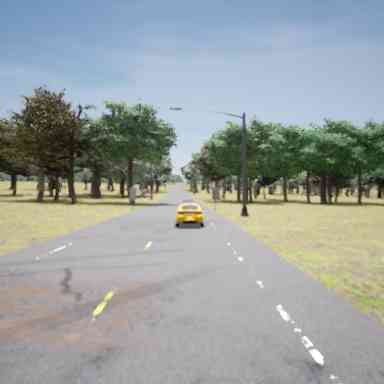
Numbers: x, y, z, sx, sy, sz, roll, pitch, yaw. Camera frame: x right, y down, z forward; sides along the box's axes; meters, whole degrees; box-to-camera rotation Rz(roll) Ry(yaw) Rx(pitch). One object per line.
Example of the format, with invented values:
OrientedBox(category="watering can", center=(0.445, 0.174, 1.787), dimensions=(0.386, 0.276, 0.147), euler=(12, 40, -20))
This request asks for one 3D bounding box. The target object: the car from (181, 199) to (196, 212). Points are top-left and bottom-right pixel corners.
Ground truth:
OrientedBox(category="car", center=(-0.476, 1.688, 41.540), dimensions=(1.812, 1.442, 4.674), euler=(0, 0, -1))

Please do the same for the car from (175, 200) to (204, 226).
OrientedBox(category="car", center=(-0.173, 1.559, 24.082), dimensions=(1.882, 1.535, 5.008), euler=(0, 0, -1))
